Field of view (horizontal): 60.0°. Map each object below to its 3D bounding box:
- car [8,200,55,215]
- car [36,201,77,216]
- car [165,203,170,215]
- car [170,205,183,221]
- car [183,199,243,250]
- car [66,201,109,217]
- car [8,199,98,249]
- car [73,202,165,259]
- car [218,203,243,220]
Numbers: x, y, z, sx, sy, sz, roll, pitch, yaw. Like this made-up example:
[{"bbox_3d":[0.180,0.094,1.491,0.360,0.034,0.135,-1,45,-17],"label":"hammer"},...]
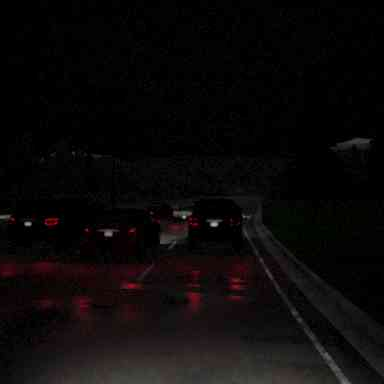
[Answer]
[{"bbox_3d":[-17.784,1.697,37.150,2.128,1.511,4.902,0,0,12],"label":"car"},{"bbox_3d":[-14.467,1.731,35.925,1.812,1.442,4.674,0,0,12],"label":"car"},{"bbox_3d":[-3.198,1.734,32.466,1.812,1.442,4.674,0,0,11],"label":"car"},{"bbox_3d":[-0.220,1.796,29.568,1.895,1.301,4.718,0,0,11],"label":"car"},{"bbox_3d":[1.085,1.325,15.153,2.150,2.045,5.566,0,0,5],"label":"car"},{"bbox_3d":[-10.998,1.757,35.426,2.033,1.411,5.357,0,0,12],"label":"car"},{"bbox_3d":[-5.937,1.310,15.218,2.150,2.045,5.566,0,0,5],"label":"car"},{"bbox_3d":[-2.590,1.433,13.134,2.097,1.767,4.553,0,0,5],"label":"car"},{"bbox_3d":[3.678,1.779,31.159,1.994,1.385,4.181,0,0,11],"label":"car"}]
